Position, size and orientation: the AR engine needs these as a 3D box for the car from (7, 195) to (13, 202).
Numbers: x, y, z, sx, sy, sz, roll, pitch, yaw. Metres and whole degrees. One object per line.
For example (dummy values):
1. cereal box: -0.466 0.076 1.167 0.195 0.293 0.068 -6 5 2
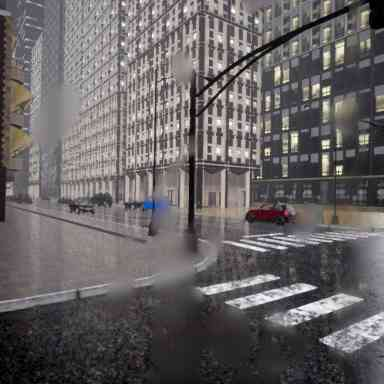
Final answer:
1. car: -37.089 1.396 69.717 1.947 1.339 4.313 1 -1 -35

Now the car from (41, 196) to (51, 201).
1. car: -36.797 1.570 83.778 1.802 1.307 4.206 1 -1 -35

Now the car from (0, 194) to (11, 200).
1. car: -46.802 1.365 83.398 1.752 1.417 4.829 1 -1 -35

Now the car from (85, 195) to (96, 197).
1. car: -17.325 1.514 51.866 2.033 1.411 5.357 1 -1 -35

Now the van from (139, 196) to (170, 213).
1. van: -4.094 1.382 37.722 1.690 1.788 3.998 1 -1 -35

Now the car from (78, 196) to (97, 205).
1. car: -18.521 1.525 58.824 1.837 1.490 4.892 1 -1 -35

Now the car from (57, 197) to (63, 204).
1. car: -22.621 1.522 59.327 1.994 1.385 4.181 1 -1 -35

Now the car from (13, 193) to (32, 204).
1. car: -30.545 1.155 60.508 2.192 1.841 5.009 1 -1 -35

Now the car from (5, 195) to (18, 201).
1. car: -40.358 1.377 74.323 2.008 1.369 4.403 1 -1 -35

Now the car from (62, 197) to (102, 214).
1. car: -10.930 1.427 32.870 2.008 1.369 4.403 1 -1 -35

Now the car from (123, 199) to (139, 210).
1. car: -7.367 1.584 42.326 2.008 1.369 4.403 1 -1 -35

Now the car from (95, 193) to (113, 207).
1. car: -14.513 1.255 53.121 2.150 2.045 5.566 1 -1 -35

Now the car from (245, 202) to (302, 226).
1. car: 5.715 1.505 23.904 1.967 1.590 4.097 1 -1 -35
